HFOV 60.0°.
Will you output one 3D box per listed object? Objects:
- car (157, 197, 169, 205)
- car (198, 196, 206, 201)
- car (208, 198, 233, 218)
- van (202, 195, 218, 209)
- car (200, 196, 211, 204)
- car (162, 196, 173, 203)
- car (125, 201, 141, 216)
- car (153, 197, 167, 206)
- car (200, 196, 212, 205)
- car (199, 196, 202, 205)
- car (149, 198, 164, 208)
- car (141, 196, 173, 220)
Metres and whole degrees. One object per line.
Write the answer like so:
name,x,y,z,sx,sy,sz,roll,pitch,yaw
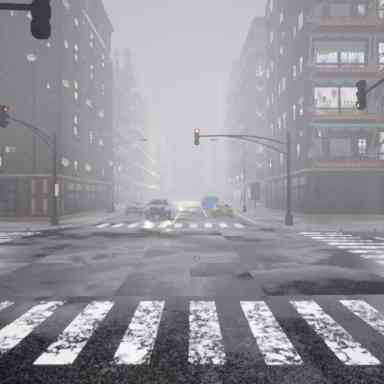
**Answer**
car,-5.297,1.627,61.002,1.802,1.307,4.206,1,0,0
car,2.587,1.627,83.680,1.887,1.381,4.507,1,0,0
car,2.709,1.537,30.256,1.752,1.417,4.829,1,0,0
van,2.616,1.366,44.090,1.690,1.788,3.998,1,0,0
car,2.585,1.604,66.712,2.008,1.369,4.403,1,0,0
car,-5.295,1.612,72.318,2.008,1.369,4.403,1,0,0
car,-5.430,1.565,32.713,2.008,1.369,4.403,1,0,0
car,-5.297,1.563,55.174,1.752,1.417,4.829,1,0,0
car,2.585,1.485,61.056,1.967,1.590,4.097,1,0,0
car,2.585,1.347,49.744,2.192,1.841,5.009,1,0,0
car,-5.298,1.613,49.686,1.802,1.307,4.206,1,0,0
car,-2.745,1.359,28.392,2.097,1.767,4.553,0,0,0
